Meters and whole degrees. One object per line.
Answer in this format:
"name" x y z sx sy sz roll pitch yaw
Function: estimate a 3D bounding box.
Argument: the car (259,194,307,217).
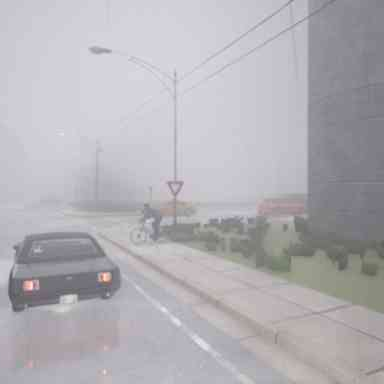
"car" 8.332 1.310 30.428 4.553 1.767 2.097 0 0 -27

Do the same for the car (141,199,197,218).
"car" -1.983 1.429 29.225 5.008 1.535 1.882 0 0 -27

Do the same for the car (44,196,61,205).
"car" -23.697 1.338 55.340 1.882 1.535 5.008 0 0 8

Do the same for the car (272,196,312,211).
"car" 12.305 1.424 41.262 2.242 1.667 4.611 0 0 -27

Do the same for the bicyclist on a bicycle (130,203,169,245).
"bicyclist on a bicycle" -1.670 1.278 13.343 1.656 1.620 0.582 0 0 -27

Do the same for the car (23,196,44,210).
"car" -20.202 1.442 42.090 1.812 1.442 4.674 0 0 -27

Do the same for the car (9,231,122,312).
"car" -3.148 1.586 7.826 1.895 1.301 4.718 0 0 -27

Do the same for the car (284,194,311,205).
"car" 18.759 1.230 59.441 1.932 1.855 4.605 0 0 -27
